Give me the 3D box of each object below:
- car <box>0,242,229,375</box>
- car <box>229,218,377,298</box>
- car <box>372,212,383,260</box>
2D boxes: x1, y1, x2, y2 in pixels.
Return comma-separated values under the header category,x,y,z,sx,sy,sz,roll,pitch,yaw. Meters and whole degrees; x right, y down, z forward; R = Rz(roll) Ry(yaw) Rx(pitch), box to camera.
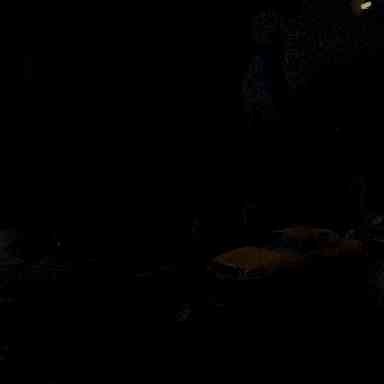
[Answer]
category,x,y,z,sx,sy,sz,roll,pitch,yaw
car,-1.719,1.565,5.424,4.313,1.339,1.947,0,0,-36
car,2.567,1.522,8.488,4.829,1.417,1.752,0,0,-36
car,7.128,1.435,11.749,4.097,1.590,1.967,0,0,-36
